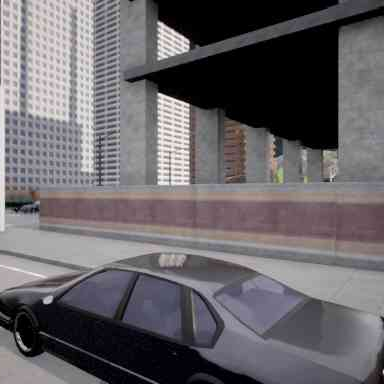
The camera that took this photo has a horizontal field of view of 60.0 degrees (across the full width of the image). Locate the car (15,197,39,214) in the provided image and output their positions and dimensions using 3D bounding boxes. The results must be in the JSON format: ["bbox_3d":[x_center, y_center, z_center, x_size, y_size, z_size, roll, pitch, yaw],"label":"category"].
[{"bbox_3d":[-15.744,1.526,35.357,1.812,1.442,4.674,0,0,36],"label":"car"}]

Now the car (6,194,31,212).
[{"bbox_3d":[-19.885,1.221,35.634,2.150,2.045,5.566,0,0,36],"label":"car"}]

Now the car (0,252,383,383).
[{"bbox_3d":[-0.417,1.547,4.288,5.357,1.411,2.033,0,0,35],"label":"car"}]
